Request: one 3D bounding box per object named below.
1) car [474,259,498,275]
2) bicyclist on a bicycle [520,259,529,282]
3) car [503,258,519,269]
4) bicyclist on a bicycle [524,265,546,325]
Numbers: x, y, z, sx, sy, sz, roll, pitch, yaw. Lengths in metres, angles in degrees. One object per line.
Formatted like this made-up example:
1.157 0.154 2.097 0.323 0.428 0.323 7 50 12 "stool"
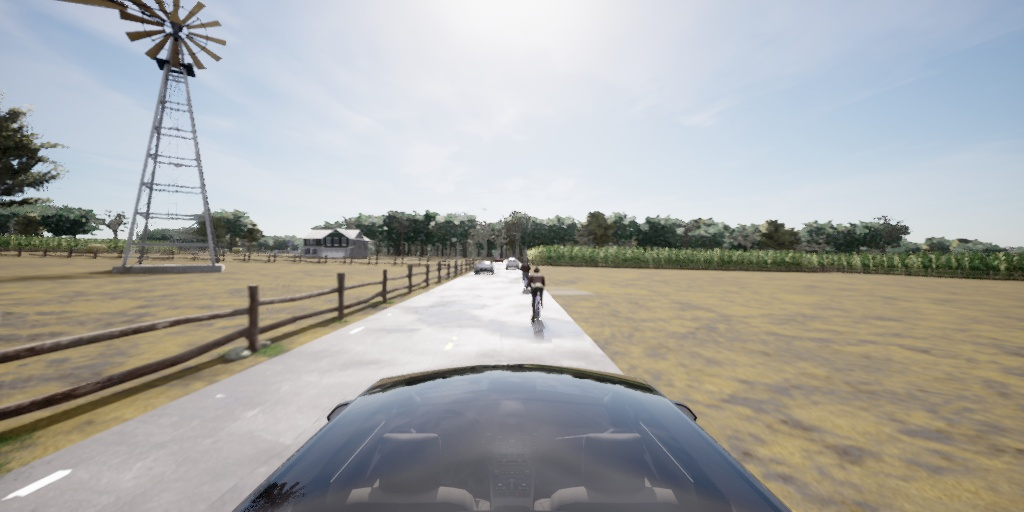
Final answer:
-2.838 1.212 37.515 1.994 1.385 4.181 0 0 0 "car"
0.757 1.068 20.451 0.659 1.776 1.843 0 0 0 "bicyclist on a bicycle"
0.100 1.201 51.823 1.895 1.301 4.718 0 0 0 "car"
0.758 1.177 10.797 0.582 1.620 1.656 0 0 0 "bicyclist on a bicycle"
